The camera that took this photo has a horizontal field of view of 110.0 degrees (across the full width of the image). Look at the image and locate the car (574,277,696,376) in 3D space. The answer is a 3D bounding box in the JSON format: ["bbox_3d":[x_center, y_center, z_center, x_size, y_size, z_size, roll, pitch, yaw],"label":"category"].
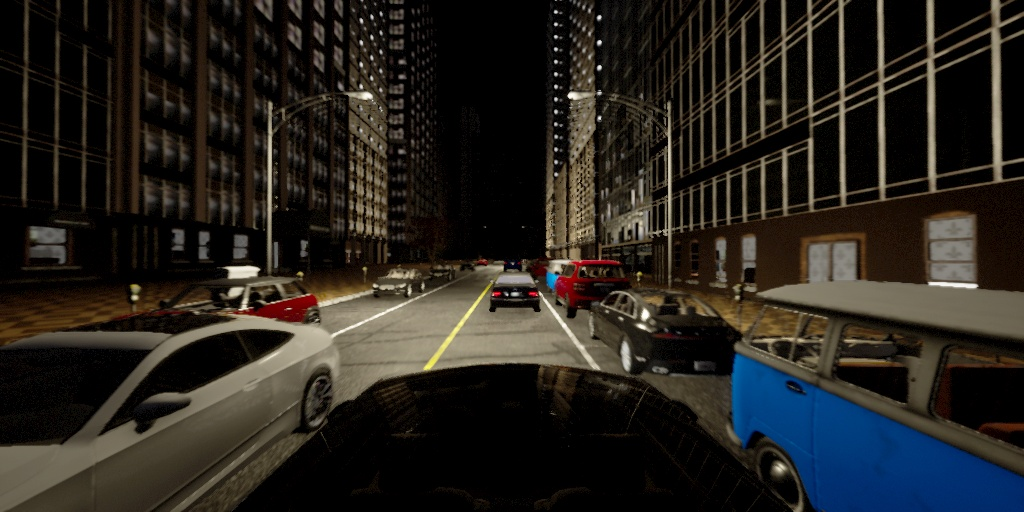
[{"bbox_3d":[2.690,1.303,7.191,2.007,1.370,4.403,0,0,0],"label":"car"}]

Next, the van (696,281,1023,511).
[{"bbox_3d":[2.691,1.091,1.549,1.690,1.789,3.998,0,0,0],"label":"van"}]

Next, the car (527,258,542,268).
[{"bbox_3d":[2.688,1.072,29.757,2.192,1.841,5.009,0,0,0],"label":"car"}]

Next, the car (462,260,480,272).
[{"bbox_3d":[-5.696,1.311,46.661,2.007,1.370,4.403,0,0,0],"label":"car"}]

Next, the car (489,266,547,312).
[{"bbox_3d":[0.098,1.301,14.279,2.033,1.411,5.357,0,0,0],"label":"car"}]

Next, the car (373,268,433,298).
[{"bbox_3d":[-5.692,1.305,18.447,2.007,1.370,4.403,0,0,0],"label":"car"}]

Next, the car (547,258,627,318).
[{"bbox_3d":[2.689,1.068,12.832,2.192,1.841,5.009,0,0,0],"label":"car"}]

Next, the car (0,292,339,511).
[{"bbox_3d":[-3.099,1.276,2.808,1.812,1.442,4.674,0,0,0],"label":"car"}]

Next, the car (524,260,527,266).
[{"bbox_3d":[2.686,1.341,41.040,1.802,1.307,4.207,0,0,0],"label":"car"}]

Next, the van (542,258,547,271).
[{"bbox_3d":[2.689,1.096,18.474,1.690,1.789,3.998,0,0,0],"label":"van"}]

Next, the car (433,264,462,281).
[{"bbox_3d":[-5.694,1.308,29.732,2.007,1.370,4.403,0,0,0],"label":"car"}]

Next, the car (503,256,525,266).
[{"bbox_3d":[0.095,0.981,43.235,2.150,2.045,5.566,0,0,0],"label":"car"}]

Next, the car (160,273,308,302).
[{"bbox_3d":[-5.690,1.192,7.161,1.967,1.591,4.097,0,0,0],"label":"car"}]
